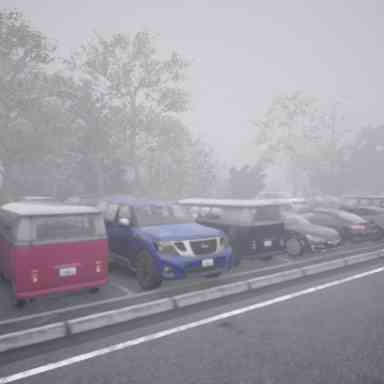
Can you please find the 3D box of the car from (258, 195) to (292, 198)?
[{"bbox_3d":[6.478,1.303,31.257,2.231,1.521,4.892,-1,1,-36],"label":"car"}]

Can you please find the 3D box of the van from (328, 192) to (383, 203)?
[{"bbox_3d":[10.065,1.132,17.894,1.878,1.987,4.442,-1,0,-36],"label":"van"}]

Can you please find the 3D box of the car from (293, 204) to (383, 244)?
[{"bbox_3d":[5.573,1.453,14.536,2.002,1.452,4.674,-1,0,-36],"label":"car"}]

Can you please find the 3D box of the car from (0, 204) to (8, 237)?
[{"bbox_3d":[-11.703,1.484,18.496,1.946,1.575,5.366,0,0,-36],"label":"car"}]

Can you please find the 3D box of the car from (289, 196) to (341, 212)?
[{"bbox_3d":[13.245,1.195,36.108,2.097,1.535,5.008,-1,1,-36],"label":"car"}]

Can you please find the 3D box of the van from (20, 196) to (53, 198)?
[{"bbox_3d":[-9.407,1.247,20.052,1.878,1.987,4.442,0,0,-36],"label":"van"}]

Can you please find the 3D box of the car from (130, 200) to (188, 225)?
[{"bbox_3d":[-2.579,1.448,24.825,2.163,1.488,4.792,-1,0,-36],"label":"car"}]

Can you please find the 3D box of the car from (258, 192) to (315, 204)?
[{"bbox_3d":[8.746,1.015,32.850,2.435,2.045,5.566,-1,1,-36],"label":"car"}]

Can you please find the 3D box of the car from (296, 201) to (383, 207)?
[{"bbox_3d":[7.838,1.418,16.195,2.163,1.488,4.792,-1,0,-36],"label":"car"}]

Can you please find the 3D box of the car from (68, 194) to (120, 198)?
[{"bbox_3d":[-7.097,1.207,21.595,2.435,2.045,5.566,0,0,-36],"label":"car"}]

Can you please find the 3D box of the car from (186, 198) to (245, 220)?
[{"bbox_3d":[1.849,1.363,28.182,1.946,1.575,5.366,-1,0,-36],"label":"car"}]

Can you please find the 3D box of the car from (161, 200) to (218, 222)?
[{"bbox_3d":[-0.282,1.427,26.396,2.163,1.488,4.792,-1,0,-36],"label":"car"}]

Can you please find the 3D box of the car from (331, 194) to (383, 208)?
[{"bbox_3d":[20.129,1.085,40.794,1.946,1.575,5.366,-1,1,-36],"label":"car"}]

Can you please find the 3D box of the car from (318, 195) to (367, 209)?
[{"bbox_3d":[17.746,1.153,39.355,2.163,1.488,4.792,-1,1,-36],"label":"car"}]

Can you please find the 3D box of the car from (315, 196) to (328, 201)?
[{"bbox_3d":[10.987,1.231,34.493,2.097,1.535,5.008,-1,1,-36],"label":"car"}]

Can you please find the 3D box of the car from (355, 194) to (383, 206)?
[{"bbox_3d":[24.554,1.046,44.150,2.163,1.488,4.792,-1,1,-36],"label":"car"}]

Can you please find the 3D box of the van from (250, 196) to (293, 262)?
[{"bbox_3d":[0.938,1.229,11.369,1.878,1.987,4.442,-1,0,-36],"label":"van"}]

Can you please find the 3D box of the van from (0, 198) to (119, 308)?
[{"bbox_3d":[-3.622,1.257,8.110,1.878,1.987,4.442,0,0,-36],"label":"van"}]

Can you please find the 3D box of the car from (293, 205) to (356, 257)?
[{"bbox_3d":[3.287,1.435,12.913,2.231,1.521,4.892,-1,0,-36],"label":"car"}]

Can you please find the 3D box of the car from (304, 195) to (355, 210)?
[{"bbox_3d":[15.502,1.161,37.723,2.231,1.521,4.892,-1,1,-36],"label":"car"}]

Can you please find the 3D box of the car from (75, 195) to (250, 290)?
[{"bbox_3d":[-1.257,1.218,9.623,2.435,2.045,5.566,0,0,-36],"label":"car"}]
